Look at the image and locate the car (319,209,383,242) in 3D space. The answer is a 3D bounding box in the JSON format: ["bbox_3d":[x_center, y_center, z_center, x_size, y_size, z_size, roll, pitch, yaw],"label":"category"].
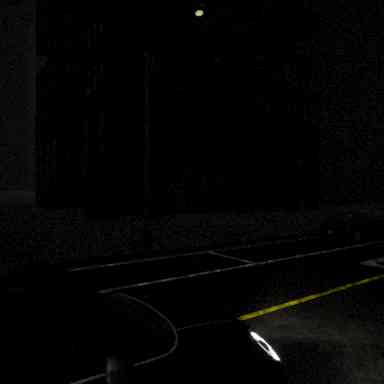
[{"bbox_3d":[8.034,1.546,16.252,4.507,1.381,1.887,0,0,-35],"label":"car"}]

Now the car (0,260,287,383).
[{"bbox_3d":[-1.346,1.351,2.473,4.553,1.767,2.097,0,0,-36],"label":"car"}]
